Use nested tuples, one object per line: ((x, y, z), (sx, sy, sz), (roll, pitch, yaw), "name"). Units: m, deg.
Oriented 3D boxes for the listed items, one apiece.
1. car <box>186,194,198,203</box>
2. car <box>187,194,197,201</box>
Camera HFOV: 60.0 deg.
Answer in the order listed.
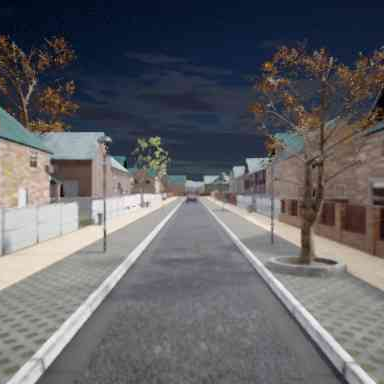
((-0.029, 1.084, 60.011), (2.097, 1.767, 4.553), (0, 0, 0), "car")
((-0.034, 1.116, 69.721), (1.994, 1.385, 4.181), (0, 0, 0), "car")
